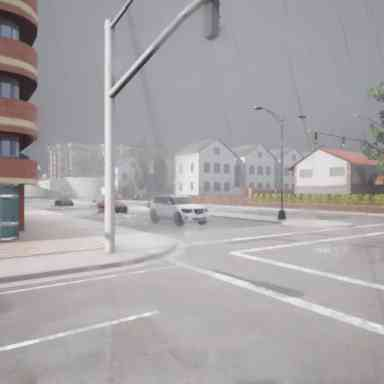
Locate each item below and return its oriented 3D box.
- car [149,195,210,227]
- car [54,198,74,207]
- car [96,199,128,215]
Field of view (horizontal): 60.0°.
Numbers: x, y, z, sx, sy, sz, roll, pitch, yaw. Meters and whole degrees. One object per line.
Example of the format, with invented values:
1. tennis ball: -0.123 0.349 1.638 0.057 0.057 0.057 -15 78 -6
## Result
1. car: -1.054 1.214 23.514 2.150 2.045 5.566 0 0 -35
2. car: -19.241 1.540 49.940 2.033 1.411 5.357 0 0 -34
3. car: -8.190 1.470 33.840 1.882 1.535 5.008 0 0 -35
